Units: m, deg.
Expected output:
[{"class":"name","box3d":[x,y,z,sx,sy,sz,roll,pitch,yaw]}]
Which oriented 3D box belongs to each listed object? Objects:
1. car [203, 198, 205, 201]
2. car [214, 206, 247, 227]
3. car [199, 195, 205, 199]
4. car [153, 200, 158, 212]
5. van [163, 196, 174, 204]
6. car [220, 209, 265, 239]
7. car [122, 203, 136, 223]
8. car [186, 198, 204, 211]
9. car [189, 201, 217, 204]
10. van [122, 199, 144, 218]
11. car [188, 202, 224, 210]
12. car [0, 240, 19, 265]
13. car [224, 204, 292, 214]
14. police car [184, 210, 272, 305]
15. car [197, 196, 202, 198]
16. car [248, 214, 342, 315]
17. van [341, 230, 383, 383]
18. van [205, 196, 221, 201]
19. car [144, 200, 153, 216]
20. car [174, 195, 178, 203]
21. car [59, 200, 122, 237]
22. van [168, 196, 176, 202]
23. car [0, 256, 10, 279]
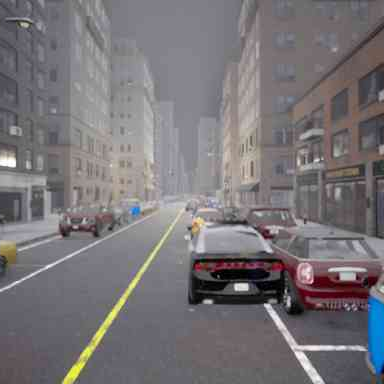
[{"class":"car","box3d":[2.862,1.859,47.541,1.752,1.417,4.829,0,0,0]},{"class":"car","box3d":[2.767,1.747,24.693,1.947,1.339,4.313,0,0,0]},{"class":"car","box3d":[2.975,1.941,74.566,1.967,1.590,4.097,0,0,0]},{"class":"car","box3d":[-5.688,1.821,41.552,1.752,1.417,4.829,0,0,0]},{"class":"van","box3d":[-5.551,1.841,74.585,1.690,1.788,3.998,0,0,0]},{"class":"car","box3d":[2.744,1.706,19.025,1.947,1.339,4.313,0,0,0]},{"class":"car","box3d":[-5.758,1.731,24.715,2.008,1.369,4.403,0,0,0]},{"class":"car","box3d":[0.185,1.873,43.605,1.994,1.385,4.181,0,0,1]},{"class":"car","box3d":[0.884,1.683,24.335,1.837,1.490,4.892,0,0,0]},{"class":"van","box3d":[-5.735,1.563,30.385,1.690,1.788,3.998,0,0,0]},{"class":"car","box3d":[0.861,1.592,18.525,1.801,1.575,5.366,0,0,0]},{"class":"car","box3d":[-5.829,1.581,7.542,1.752,1.417,4.829,0,0,0]},{"class":"car","box3d":[2.720,1.414,13.357,2.192,1.841,5.009,0,0,0]},{"class":"police car","box3d":[0.829,1.488,8.431,1.930,1.638,5.238,0,0,-1]},{"class":"car","box3d":[0.215,1.842,52.601,1.882,1.535,5.008,0,0,0]},{"class":"car","box3d":[2.697,1.498,7.687,1.967,1.590,4.097,0,0,0]},{"class":"van","box3d":[2.674,1.357,2.019,1.690,1.788,3.998,0,0,0]},{"class":"van","box3d":[2.838,1.639,41.703,1.690,1.788,3.998,0,0,0]},{"class":"car","box3d":[-5.711,1.784,35.882,1.752,1.417,4.829,0,0,0]},{"class":"car","box3d":[-5.505,1.880,85.757,2.192,1.841,5.009,0,0,0]},{"class":"car","box3d":[-5.782,1.454,19.050,2.192,1.841,5.009,0,0,0]},{"class":"van","box3d":[-5.481,1.936,91.342,1.690,1.788,3.998,0,0,0]},{"class":"car","box3d":[-2.998,1.487,1.177,1.882,1.535,5.008,0,0,0]}]
